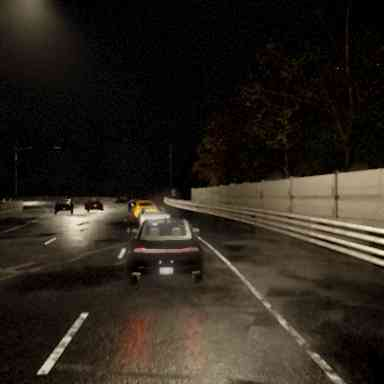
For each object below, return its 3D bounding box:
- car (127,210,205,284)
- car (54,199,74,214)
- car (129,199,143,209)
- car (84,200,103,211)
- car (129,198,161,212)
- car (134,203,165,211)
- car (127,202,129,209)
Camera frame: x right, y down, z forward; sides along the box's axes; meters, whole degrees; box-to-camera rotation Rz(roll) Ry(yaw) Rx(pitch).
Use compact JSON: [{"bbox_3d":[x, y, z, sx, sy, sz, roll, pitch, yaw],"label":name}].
[{"bbox_3d":[-0.757,1.504,9.643,2.128,1.511,4.902,0,0,-5],"label":"car"},{"bbox_3d":[-14.169,1.550,36.909,2.128,1.511,4.902,0,0,-21],"label":"car"},{"bbox_3d":[-8.222,1.667,48.954,1.895,1.301,4.718,0,0,-8],"label":"car"},{"bbox_3d":[-12.405,1.626,41.827,1.994,1.385,4.181,0,0,-23],"label":"car"},{"bbox_3d":[-4.290,1.517,29.690,1.882,1.535,5.008,0,0,-14],"label":"car"},{"bbox_3d":[-2.580,1.629,21.882,1.895,1.301,4.718,0,0,-11],"label":"car"},{"bbox_3d":[-6.535,1.544,39.220,2.128,1.511,4.902,0,0,-12],"label":"car"}]
